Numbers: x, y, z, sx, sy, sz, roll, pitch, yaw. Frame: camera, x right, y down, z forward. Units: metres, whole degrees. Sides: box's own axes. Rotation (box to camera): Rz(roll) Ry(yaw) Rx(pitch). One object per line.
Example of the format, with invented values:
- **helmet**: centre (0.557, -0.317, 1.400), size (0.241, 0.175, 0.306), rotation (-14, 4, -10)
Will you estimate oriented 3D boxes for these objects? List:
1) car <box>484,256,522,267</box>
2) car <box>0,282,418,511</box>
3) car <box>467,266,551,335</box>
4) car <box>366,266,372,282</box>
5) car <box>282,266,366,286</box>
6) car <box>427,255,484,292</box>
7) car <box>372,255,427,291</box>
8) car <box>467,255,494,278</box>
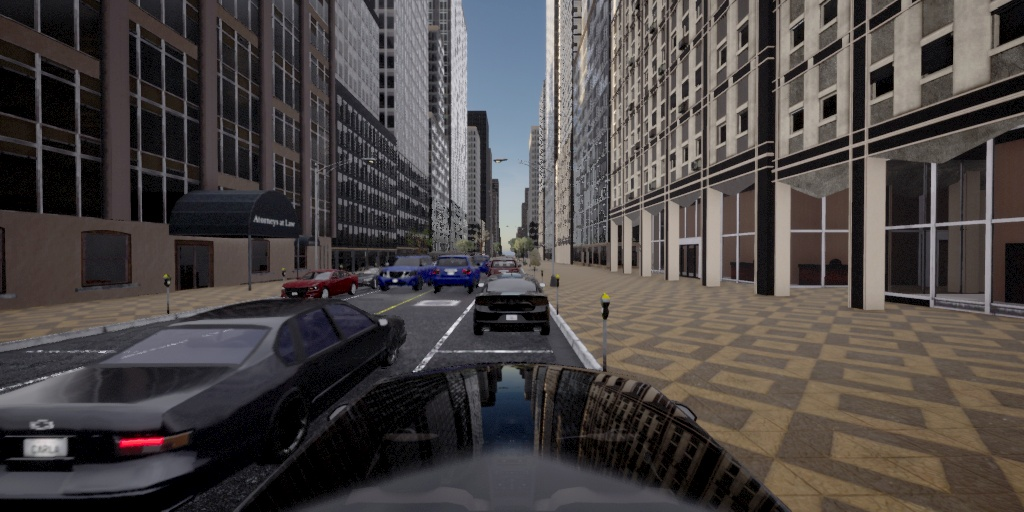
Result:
- **car**: centre (-0.457, 1.061, 22.523), size (2.192, 1.841, 5.009), rotation (0, 0, 0)
- **car**: centre (-3.047, 1.297, 4.853), size (2.033, 1.411, 5.357), rotation (0, 0, 0)
- **car**: centre (-0.006, 1.226, 10.502), size (1.882, 1.535, 5.008), rotation (0, 0, 0)
- **car**: centre (-8.838, 1.297, 22.523), size (2.007, 1.370, 4.403), rotation (0, 0, 0)
- **car**: centre (-8.837, 1.292, 16.839), size (1.888, 1.381, 4.507), rotation (0, 0, 0)
- **car**: centre (-3.142, 0.970, 21.143), size (2.150, 2.045, 5.566), rotation (0, 0, 0)
- **car**: centre (-6.245, 0.968, 21.918), size (2.150, 2.045, 5.566), rotation (0, 0, 0)
- **car**: centre (-3.041, 0.967, 35.698), size (2.150, 2.045, 5.566), rotation (0, 0, 0)
